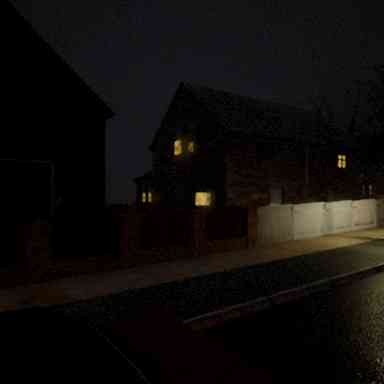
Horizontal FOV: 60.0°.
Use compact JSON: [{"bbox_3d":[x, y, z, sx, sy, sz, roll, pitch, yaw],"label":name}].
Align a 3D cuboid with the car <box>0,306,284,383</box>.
[{"bbox_3d":[-1.700,1.609,1.865,4.718,1.301,1.895,-1,1,-35],"label":"car"}]
